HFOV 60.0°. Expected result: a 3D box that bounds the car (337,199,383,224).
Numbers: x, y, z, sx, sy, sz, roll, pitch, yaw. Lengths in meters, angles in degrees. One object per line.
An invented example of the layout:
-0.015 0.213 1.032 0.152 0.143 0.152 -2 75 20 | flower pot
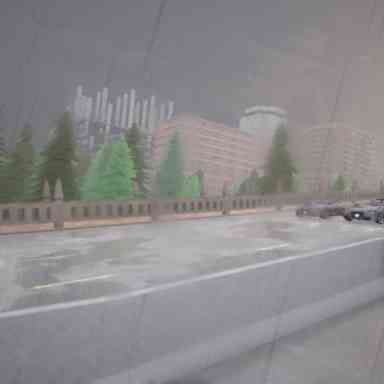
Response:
11.268 1.143 20.603 4.181 1.385 1.994 -2 1 -35 | car

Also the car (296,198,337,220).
9.214 1.140 23.436 4.181 1.385 1.994 -2 1 -35 | car
